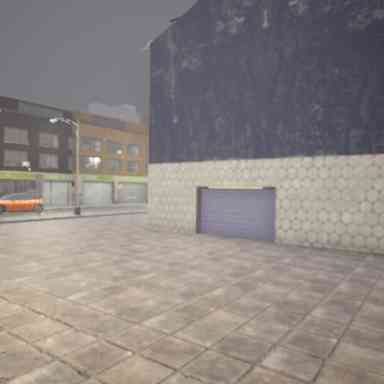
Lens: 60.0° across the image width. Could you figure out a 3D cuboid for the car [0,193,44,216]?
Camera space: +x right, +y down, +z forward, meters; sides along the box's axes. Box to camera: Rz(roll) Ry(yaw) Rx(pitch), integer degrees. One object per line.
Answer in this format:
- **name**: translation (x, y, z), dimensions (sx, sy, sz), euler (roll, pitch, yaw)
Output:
- **car**: translation (-14.733, 0.914, 27.331), dimensions (2.097, 1.767, 4.553), euler (1, 1, 36)
